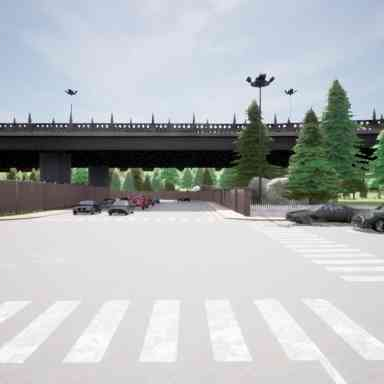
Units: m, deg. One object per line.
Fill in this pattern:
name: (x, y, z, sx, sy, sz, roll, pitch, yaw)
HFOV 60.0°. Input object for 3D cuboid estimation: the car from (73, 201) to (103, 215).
car: (-10.564, 1.564, 33.860, 1.994, 1.385, 4.181, 0, 0, 0)

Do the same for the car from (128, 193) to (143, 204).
car: (-10.681, 1.221, 63.464, 2.150, 2.045, 5.566, 0, 0, -3)

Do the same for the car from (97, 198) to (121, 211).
car: (-10.538, 1.526, 42.575, 1.812, 1.442, 4.674, 0, 0, 0)

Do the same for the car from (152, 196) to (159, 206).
car: (-7.038, 1.564, 53.765, 1.994, 1.385, 4.181, 0, 0, 0)

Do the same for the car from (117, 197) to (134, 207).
car: (-10.532, 1.526, 52.756, 1.812, 1.442, 4.674, 0, 0, 0)

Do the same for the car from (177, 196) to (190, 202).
car: (-1.897, 1.553, 75.220, 1.994, 1.385, 4.181, 0, 0, -19)

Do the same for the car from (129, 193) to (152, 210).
car: (-7.039, 1.221, 43.757, 2.150, 2.045, 5.566, 0, 0, 0)

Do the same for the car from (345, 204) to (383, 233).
car: (11.484, 1.297, 18.691, 4.553, 1.767, 2.097, 0, 0, 2)

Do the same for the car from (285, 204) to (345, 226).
car: (9.086, 1.492, 22.271, 5.357, 1.411, 2.033, 0, 0, 1)

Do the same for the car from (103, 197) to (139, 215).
car: (-7.038, 1.547, 33.583, 2.033, 1.411, 5.357, 0, 0, 0)
